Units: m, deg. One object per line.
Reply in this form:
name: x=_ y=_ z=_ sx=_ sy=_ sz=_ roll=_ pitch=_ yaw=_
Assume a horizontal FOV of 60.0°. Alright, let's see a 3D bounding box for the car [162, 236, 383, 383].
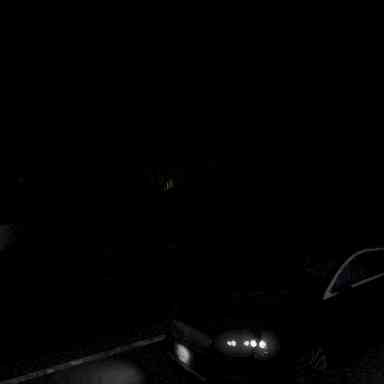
car: x=1.885 y=1.491 z=5.059 sx=4.902 sy=1.511 sz=2.128 roll=0 pitch=0 yaw=-36
